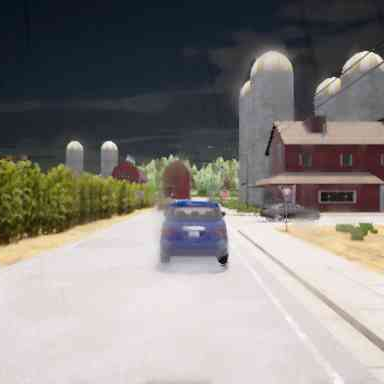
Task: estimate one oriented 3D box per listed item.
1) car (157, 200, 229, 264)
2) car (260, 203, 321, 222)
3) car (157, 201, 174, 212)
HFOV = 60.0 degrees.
[{"bbox_3d":[0.084,1.310,12.258,2.150,2.045,5.566,0,0,0],"label":"car"},{"bbox_3d":[8.056,1.656,27.294,4.902,1.511,2.128,0,-1,-7],"label":"car"},{"bbox_3d":[-3.497,1.913,44.305,1.895,1.301,4.718,0,0,0],"label":"car"}]
